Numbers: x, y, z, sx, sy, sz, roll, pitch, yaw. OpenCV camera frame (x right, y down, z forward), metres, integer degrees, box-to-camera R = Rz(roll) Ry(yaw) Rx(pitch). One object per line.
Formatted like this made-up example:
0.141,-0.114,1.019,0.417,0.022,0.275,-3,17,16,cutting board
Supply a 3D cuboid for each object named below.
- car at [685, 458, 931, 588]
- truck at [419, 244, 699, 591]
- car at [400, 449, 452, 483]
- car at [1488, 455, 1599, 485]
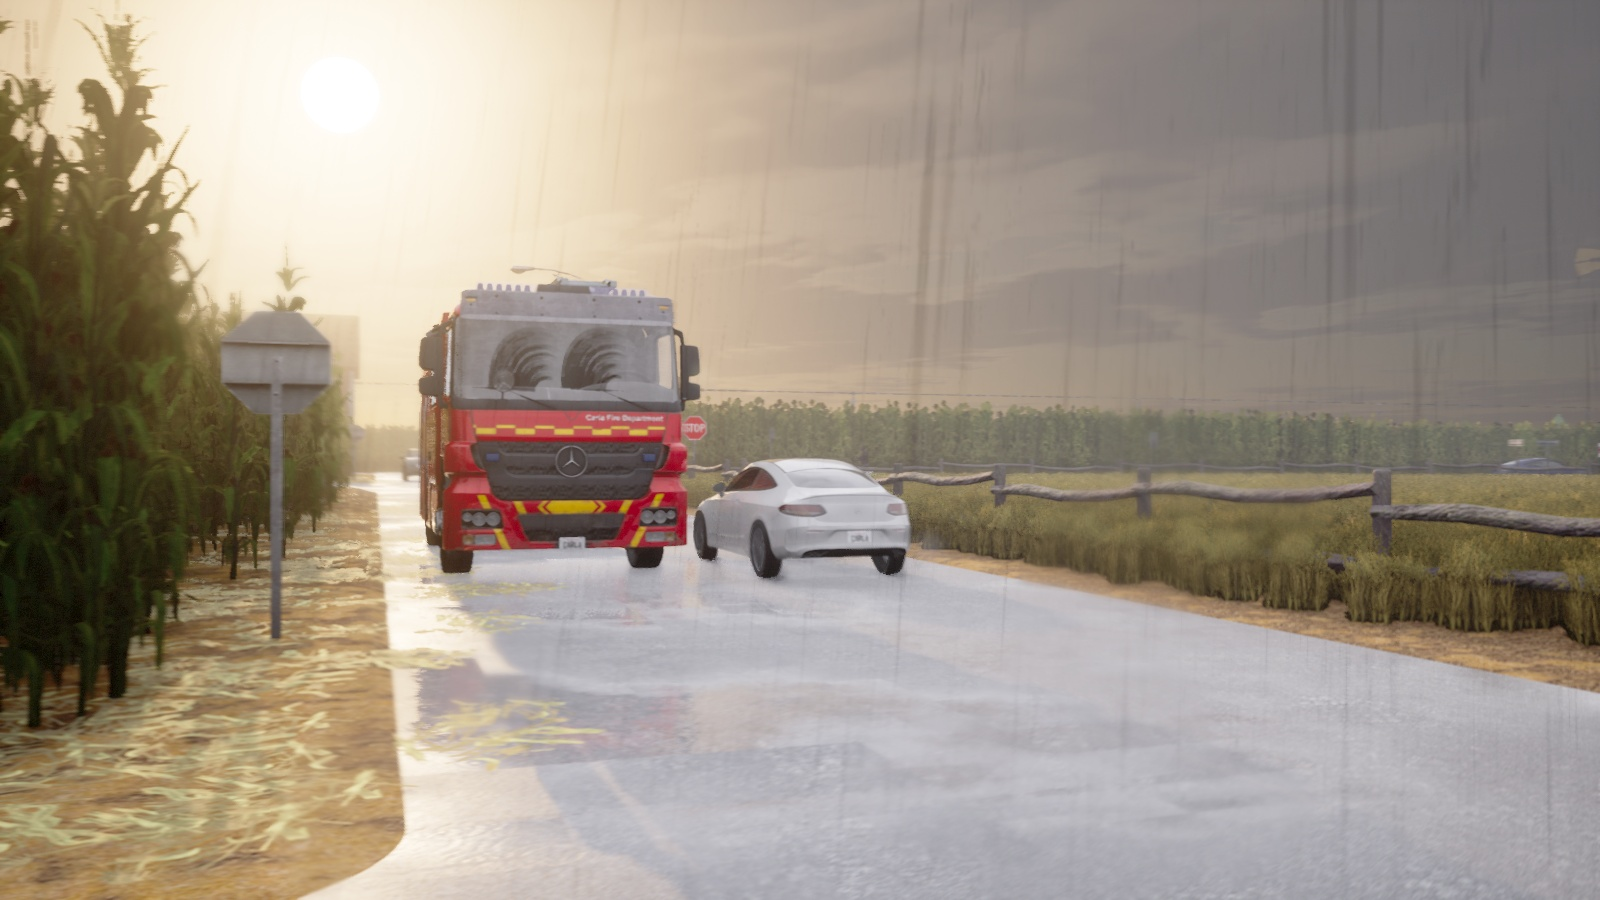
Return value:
-0.079,0.835,16.612,1.812,1.442,4.674,0,0,-19,car
-3.913,-0.346,18.319,2.891,3.827,8.468,0,0,-19,truck
-17.460,0.733,58.497,2.128,1.511,4.902,0,-1,-19,car
36.734,0.968,61.872,4.674,1.442,1.812,0,0,2,car
